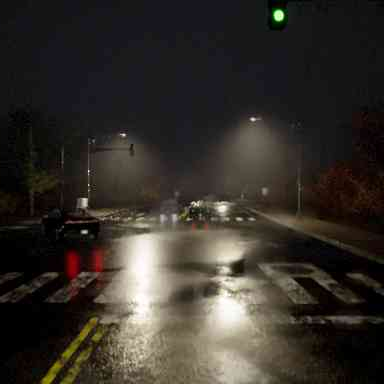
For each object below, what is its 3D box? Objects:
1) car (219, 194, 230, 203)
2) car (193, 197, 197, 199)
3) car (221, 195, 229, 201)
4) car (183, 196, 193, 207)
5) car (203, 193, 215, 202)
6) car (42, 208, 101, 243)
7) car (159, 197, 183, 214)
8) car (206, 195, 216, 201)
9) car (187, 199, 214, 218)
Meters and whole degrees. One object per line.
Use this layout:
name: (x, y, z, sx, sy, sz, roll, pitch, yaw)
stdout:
car: (6.776, 1.294, 68.960, 2.097, 1.767, 4.553, 0, 0, 6)
car: (0.015, 1.548, 66.786, 1.895, 1.301, 4.718, 0, 0, 6)
car: (7.859, 1.432, 79.123, 1.812, 1.442, 4.674, 0, 0, 7)
car: (-1.394, 1.530, 50.843, 2.033, 1.411, 5.357, 0, 0, 5)
car: (3.561, 1.159, 69.389, 2.150, 2.045, 5.566, 0, 0, 6)
car: (-6.037, 1.534, 16.357, 2.128, 1.511, 4.902, 0, -1, -35)
car: (-2.361, 1.544, 36.008, 2.033, 1.411, 5.357, 0, 0, 1)
car: (4.618, 1.450, 79.392, 2.033, 1.411, 5.357, 0, 0, 7)
car: (0.813, 1.601, 30.025, 1.895, 1.301, 4.718, 0, 0, 3)
